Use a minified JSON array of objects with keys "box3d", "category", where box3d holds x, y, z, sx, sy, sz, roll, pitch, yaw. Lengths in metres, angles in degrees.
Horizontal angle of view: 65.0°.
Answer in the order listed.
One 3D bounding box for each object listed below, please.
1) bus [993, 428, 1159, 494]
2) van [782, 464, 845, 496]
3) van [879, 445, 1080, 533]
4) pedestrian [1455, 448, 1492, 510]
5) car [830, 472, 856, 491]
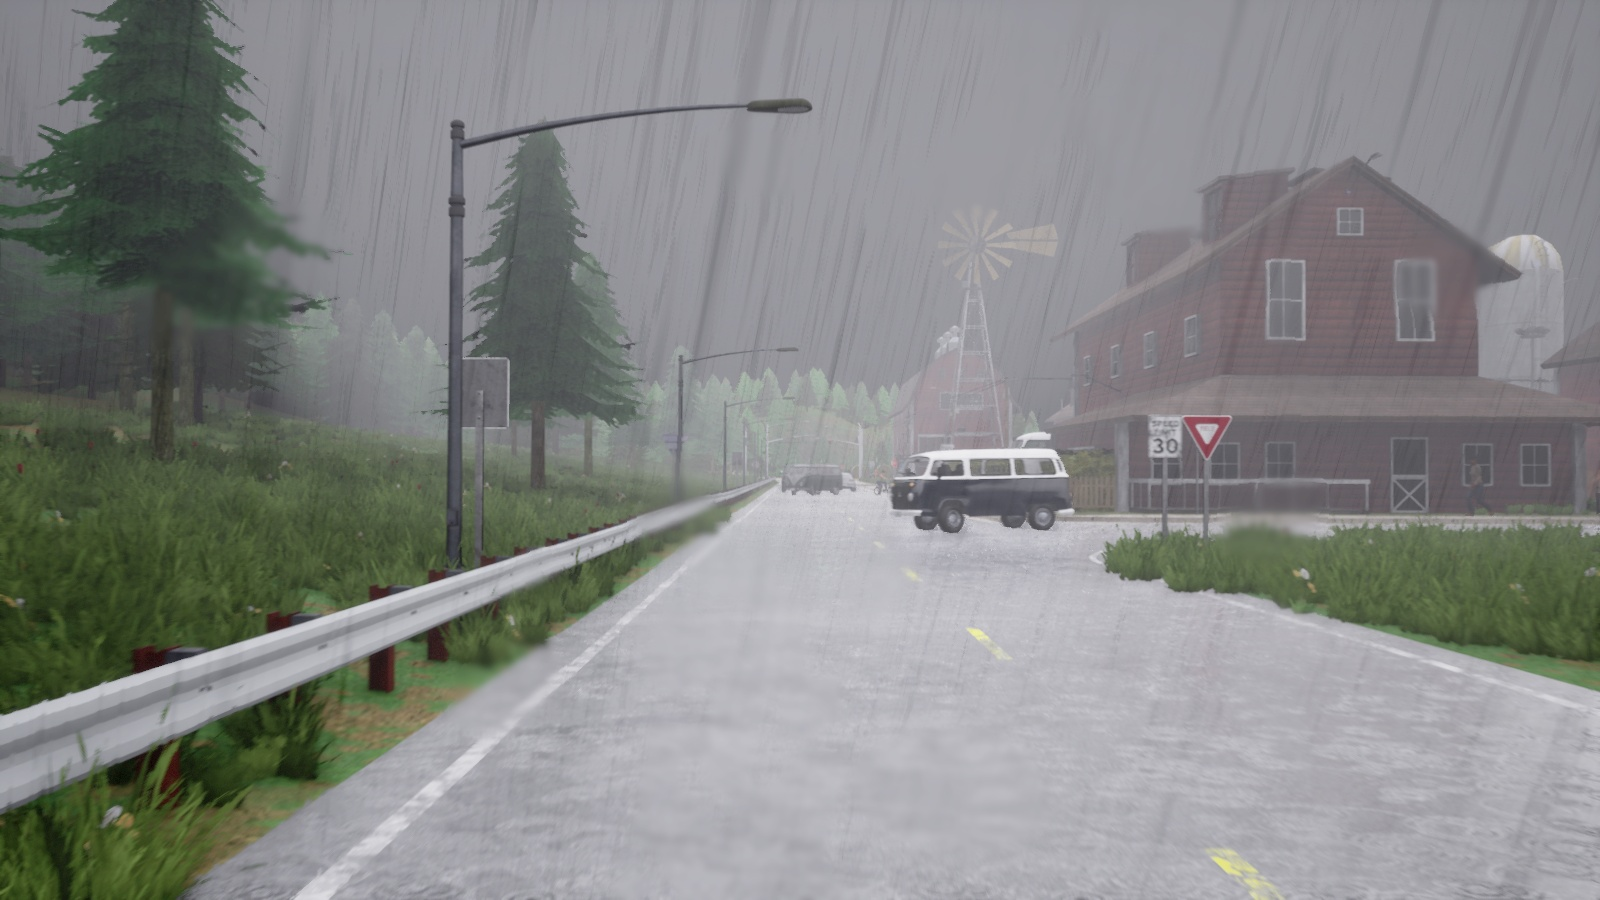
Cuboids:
[{"box3d":[18.514,0.750,84.718,10.273,4.253,3.944,0,-1,-1],"category":"bus"},{"box3d":[0.897,1.873,79.977,1.775,1.987,4.442,-1,-1,36],"category":"van"},{"box3d":[4.452,0.950,31.313,4.480,2.038,2.069,-1,-2,-19],"category":"van"},{"box3d":[19.683,0.851,36.694,0.869,1.805,0.328,0,-1,2],"category":"pedestrian"},{"box3d":[3.265,2.396,95.876,1.812,1.442,4.674,0,-1,0],"category":"car"}]
